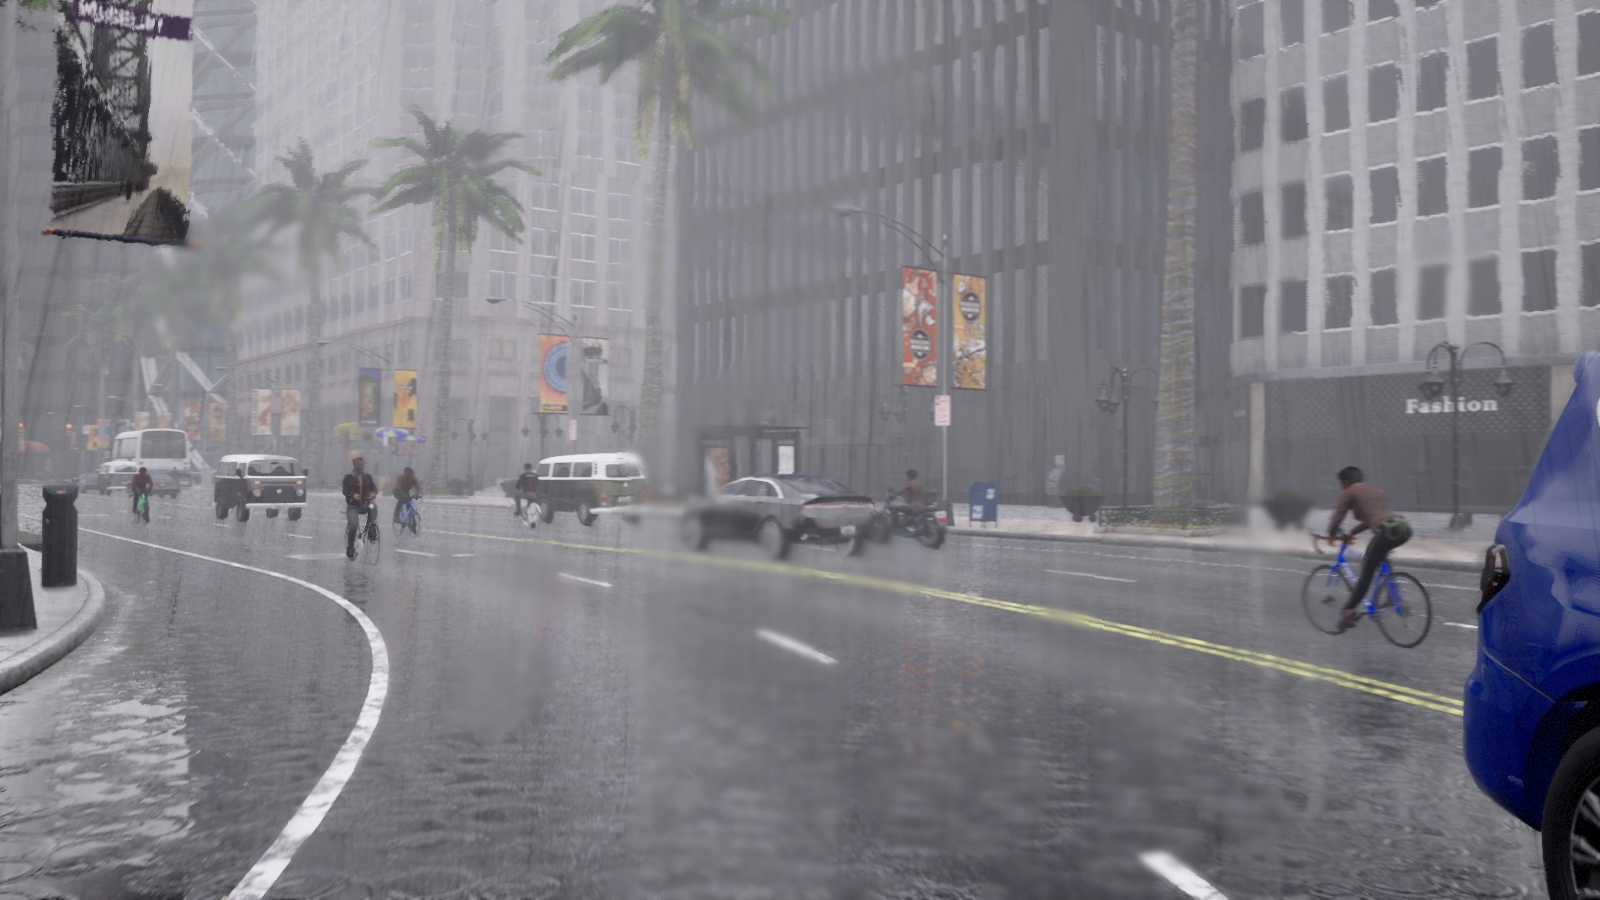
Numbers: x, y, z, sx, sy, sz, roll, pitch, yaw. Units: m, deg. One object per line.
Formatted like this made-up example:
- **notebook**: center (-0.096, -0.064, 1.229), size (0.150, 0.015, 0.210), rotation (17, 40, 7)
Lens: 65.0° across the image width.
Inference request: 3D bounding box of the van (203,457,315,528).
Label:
- **van**: center (-16.706, 1.274, 38.659), size (2.069, 2.038, 4.480), rotation (0, -1, -38)

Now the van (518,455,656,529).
- **van**: center (-6.288, 1.186, 36.708), size (2.069, 2.038, 4.480), rotation (0, -1, -38)

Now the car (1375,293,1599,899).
- **car**: center (3.483, 0.549, 2.007), size (2.150, 2.045, 5.566), rotation (0, -1, -5)

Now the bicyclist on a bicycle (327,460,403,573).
- **bicyclist on a bicycle**: center (-7.217, 1.071, 20.780), size (0.659, 1.776, 1.843), rotation (0, -1, -37)

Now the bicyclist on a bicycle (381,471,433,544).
- **bicyclist on a bicycle**: center (-9.048, 1.299, 28.875), size (0.582, 1.620, 1.656), rotation (0, -1, -38)

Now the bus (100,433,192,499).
- **bus**: center (-45.416, 1.136, 87.042), size (3.944, 4.253, 10.273), rotation (0, -1, -37)

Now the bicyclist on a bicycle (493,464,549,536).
- **bicyclist on a bicycle**: center (-7.140, 1.261, 32.110), size (0.659, 1.776, 1.843), rotation (0, -1, -38)

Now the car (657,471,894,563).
- **car**: center (-0.598, 1.169, 23.554), size (2.128, 1.511, 4.902), rotation (0, -1, -34)

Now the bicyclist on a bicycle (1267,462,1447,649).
- **bicyclist on a bicycle**: center (5.184, 0.938, 11.800), size (0.582, 1.620, 1.656), rotation (0, -1, -17)

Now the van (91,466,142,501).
- **van**: center (-41.307, 2.027, 75.877), size (2.069, 2.038, 4.480), rotation (0, -1, -37)

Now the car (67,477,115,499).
- **car**: center (-47.282, 2.514, 83.707), size (2.033, 1.411, 5.357), rotation (0, -1, -37)

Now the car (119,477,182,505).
- **car**: center (-35.173, 2.186, 67.925), size (2.033, 1.411, 5.357), rotation (0, -1, -38)

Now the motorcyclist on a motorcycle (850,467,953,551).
- **motorcyclist on a motorcycle**: center (2.068, 1.187, 25.853), size (0.766, 1.649, 2.350), rotation (0, -1, -35)

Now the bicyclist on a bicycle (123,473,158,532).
- **bicyclist on a bicycle**: center (-18.584, 1.458, 35.379), size (0.582, 1.620, 1.656), rotation (0, -1, -38)
